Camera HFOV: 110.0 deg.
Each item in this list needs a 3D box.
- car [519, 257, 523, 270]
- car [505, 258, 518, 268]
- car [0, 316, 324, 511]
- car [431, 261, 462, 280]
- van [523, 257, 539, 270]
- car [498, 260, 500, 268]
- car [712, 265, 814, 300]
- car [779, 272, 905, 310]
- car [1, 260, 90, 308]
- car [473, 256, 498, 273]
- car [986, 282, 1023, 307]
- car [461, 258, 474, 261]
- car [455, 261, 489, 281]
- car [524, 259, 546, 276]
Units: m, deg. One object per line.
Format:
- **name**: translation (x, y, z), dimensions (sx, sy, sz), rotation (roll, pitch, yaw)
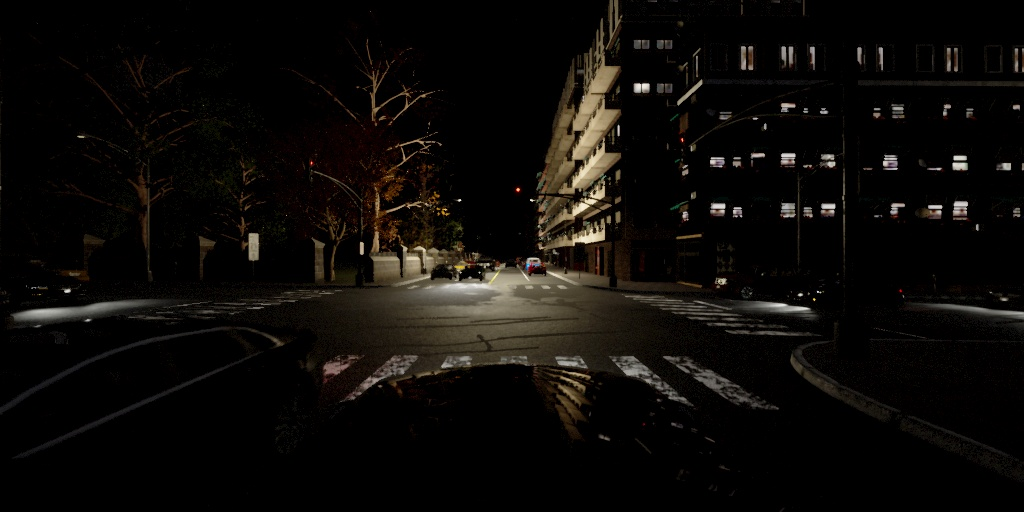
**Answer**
- **car**: translation (2.455, 1.229, 53.741), dimensions (1.967, 1.591, 4.097), rotation (0, 0, 0)
- **car**: translation (-0.175, 1.366, 61.545), dimensions (1.994, 1.385, 4.181), rotation (0, 0, 0)
- **car**: translation (-3.091, 1.244, 2.197), dimensions (2.128, 1.511, 4.902), rotation (0, 0, 0)
- **car**: translation (-5.822, 1.330, 31.181), dimensions (1.948, 1.339, 4.313), rotation (0, 0, 0)
- **van**: translation (2.507, 1.115, 42.481), dimensions (1.690, 1.789, 3.998), rotation (0, 0, 0)
- **car**: translation (-3.295, 1.157, 64.736), dimensions (2.097, 1.767, 4.553), rotation (0, 0, 0)
- **car**: translation (13.374, 1.353, 18.929), dimensions (5.009, 1.841, 2.192), rotation (0, 0, -1)
- **car**: translation (15.116, 1.623, 16.365), dimensions (4.181, 1.385, 1.994), rotation (1, 0, -1)
- **car**: translation (-18.205, 0.954, 12.695), dimensions (4.892, 1.490, 1.837), rotation (1, 0, -1)
- **car**: translation (-3.299, 1.000, 45.669), dimensions (2.150, 2.045, 5.566), rotation (0, 0, 0)
- **car**: translation (24.953, 1.764, 16.509), dimensions (4.674, 1.442, 1.812), rotation (1, 0, -1)
- **car**: translation (-5.872, 1.300, 42.273), dimensions (1.751, 1.417, 4.829), rotation (0, 0, 0)
- **car**: translation (-3.225, 1.363, 29.663), dimensions (1.895, 1.301, 4.718), rotation (0, 0, 0)
- **car**: translation (2.533, 1.314, 36.850), dimensions (1.888, 1.381, 4.507), rotation (0, 0, 0)
